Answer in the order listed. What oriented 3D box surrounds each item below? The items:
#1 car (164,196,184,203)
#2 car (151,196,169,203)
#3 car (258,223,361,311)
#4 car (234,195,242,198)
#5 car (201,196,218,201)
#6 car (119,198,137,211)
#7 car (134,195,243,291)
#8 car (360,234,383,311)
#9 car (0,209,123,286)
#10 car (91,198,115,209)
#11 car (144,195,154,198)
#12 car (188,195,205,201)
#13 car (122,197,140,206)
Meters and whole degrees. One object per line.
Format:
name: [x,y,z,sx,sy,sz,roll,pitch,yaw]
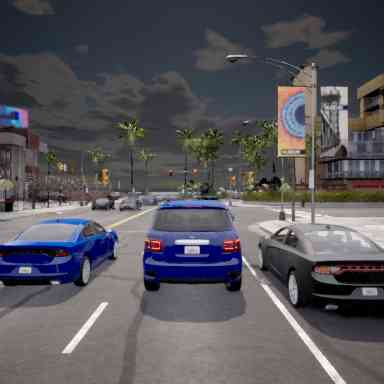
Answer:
car: [-3.700,1.545,69.282,2.033,1.411,5.357,0,0,23]
car: [-6.710,1.524,71.138,1.812,1.442,4.674,0,0,23]
car: [2.891,1.480,7.911,2.097,1.535,5.008,0,0,0]
car: [13.195,1.539,93.543,5.357,1.411,2.033,0,0,-32]
car: [4.303,1.595,81.881,1.895,1.301,4.718,0,0,40]
car: [-7.125,1.564,38.519,1.994,1.385,4.181,0,0,0]
car: [0.038,1.221,9.152,2.150,2.045,5.566,0,0,1]
car: [3.039,1.354,1.486,2.185,1.767,4.553,0,0,0]
car: [-3.455,1.478,9.404,1.882,1.535,5.008,0,0,0]
car: [-10.621,1.477,40.003,1.882,1.535,5.008,0,0,0]
car: [-6.864,1.352,53.111,2.097,1.767,4.553,0,0,4]
car: [1.182,1.524,83.622,1.812,1.442,4.674,0,0,40]
car: [-10.256,1.601,56.155,1.895,1.301,4.718,0,0,4]
